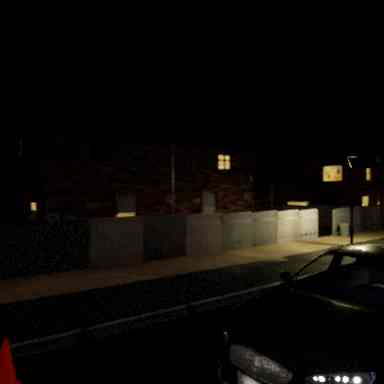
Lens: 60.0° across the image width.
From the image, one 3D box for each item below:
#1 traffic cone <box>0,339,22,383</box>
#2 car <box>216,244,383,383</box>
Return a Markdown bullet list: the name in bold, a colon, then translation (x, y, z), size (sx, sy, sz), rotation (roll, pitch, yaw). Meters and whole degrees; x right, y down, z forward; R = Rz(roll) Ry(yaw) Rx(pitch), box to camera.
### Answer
- **traffic cone**: translation (-2.095, 1.963, 3.746), size (0.340, 0.580, 0.340), rotation (1, 0, -36)
- **car**: translation (2.497, 1.541, 4.506), size (4.902, 1.511, 2.128), rotation (1, 0, -37)
